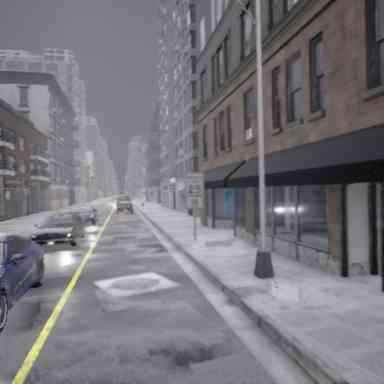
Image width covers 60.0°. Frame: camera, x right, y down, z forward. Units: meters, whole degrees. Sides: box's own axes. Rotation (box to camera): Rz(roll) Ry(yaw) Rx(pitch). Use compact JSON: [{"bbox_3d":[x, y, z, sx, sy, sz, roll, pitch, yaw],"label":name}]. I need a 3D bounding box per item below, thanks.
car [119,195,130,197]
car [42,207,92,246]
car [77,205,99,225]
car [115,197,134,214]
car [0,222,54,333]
[{"bbox_3d":[-10.064,1.532,49.425,2.150,2.045,5.566,-1,0,-12],"label":"car"},{"bbox_3d":[-6.337,1.728,16.283,2.033,1.411,5.357,-1,0,-12],"label":"car"},{"bbox_3d":[-8.404,1.771,26.141,1.812,1.442,4.674,-1,0,-12],"label":"car"},{"bbox_3d":[-7.900,1.754,39.192,1.837,1.490,4.892,-1,0,-12],"label":"car"},{"bbox_3d":[-4.351,1.642,6.855,1.812,1.442,4.674,-1,0,-12],"label":"car"}]
